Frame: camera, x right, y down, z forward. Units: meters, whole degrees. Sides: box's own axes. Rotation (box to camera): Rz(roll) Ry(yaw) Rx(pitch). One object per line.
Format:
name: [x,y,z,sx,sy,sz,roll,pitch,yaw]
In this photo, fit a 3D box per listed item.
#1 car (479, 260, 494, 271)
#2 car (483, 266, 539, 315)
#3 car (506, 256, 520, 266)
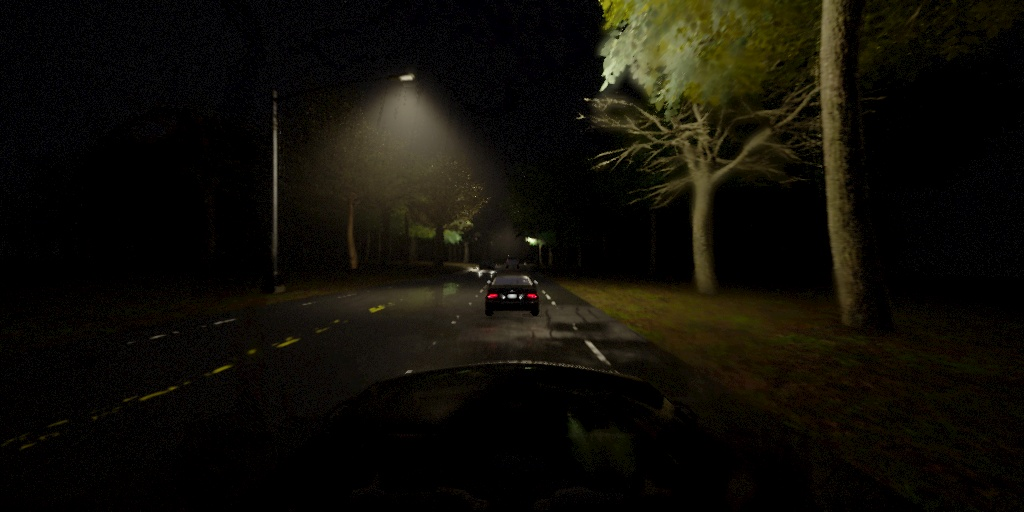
car: [-3.468,1.266,49.497,1.882,1.535,5.008,0,0,1]
car: [0.006,1.292,13.607,2.033,1.411,5.357,0,0,0]
car: [0.137,1.049,61.327,2.150,2.045,5.566,0,0,0]
